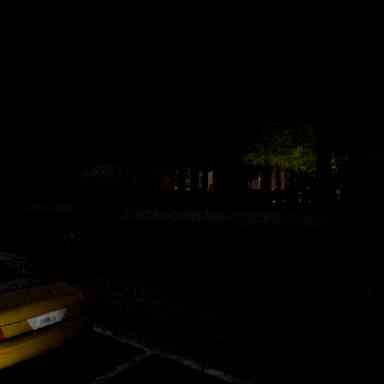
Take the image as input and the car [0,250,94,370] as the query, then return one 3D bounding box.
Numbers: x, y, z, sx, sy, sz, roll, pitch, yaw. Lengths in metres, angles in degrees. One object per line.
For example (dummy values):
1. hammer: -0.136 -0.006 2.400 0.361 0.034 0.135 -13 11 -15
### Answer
1. car: -3.645 1.522 5.421 4.829 1.417 1.752 0 -1 36
